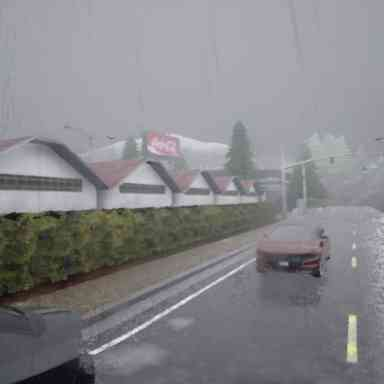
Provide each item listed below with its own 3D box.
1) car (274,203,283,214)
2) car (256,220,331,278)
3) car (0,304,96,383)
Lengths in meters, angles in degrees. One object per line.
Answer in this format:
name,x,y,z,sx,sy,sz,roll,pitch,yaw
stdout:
car,15.184,2.948,59.870,1.905,1.878,3.866,-2,-2,25
car,3.664,1.796,11.557,1.882,1.535,5.008,-2,-2,26
car,-3.103,1.654,2.082,4.892,1.490,1.837,0,-2,-40
